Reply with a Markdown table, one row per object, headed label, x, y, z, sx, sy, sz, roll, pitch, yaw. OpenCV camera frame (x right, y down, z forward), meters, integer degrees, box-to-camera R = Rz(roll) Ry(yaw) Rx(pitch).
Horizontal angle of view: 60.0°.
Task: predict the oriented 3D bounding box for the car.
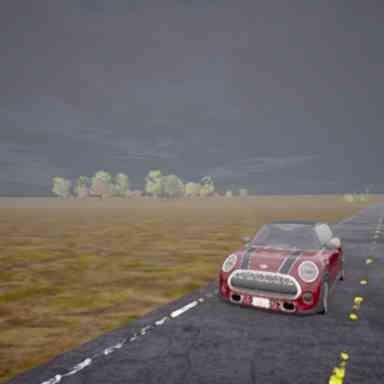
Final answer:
| label | x | y | z | sx | sy | sz | roll | pitch | yaw |
| --- | --- | --- | --- | --- | --- | --- | --- | --- | --- |
| car | 2.424 | 1.505 | 8.176 | 2.097 | 1.767 | 4.553 | -1 | -1 | 30 |
